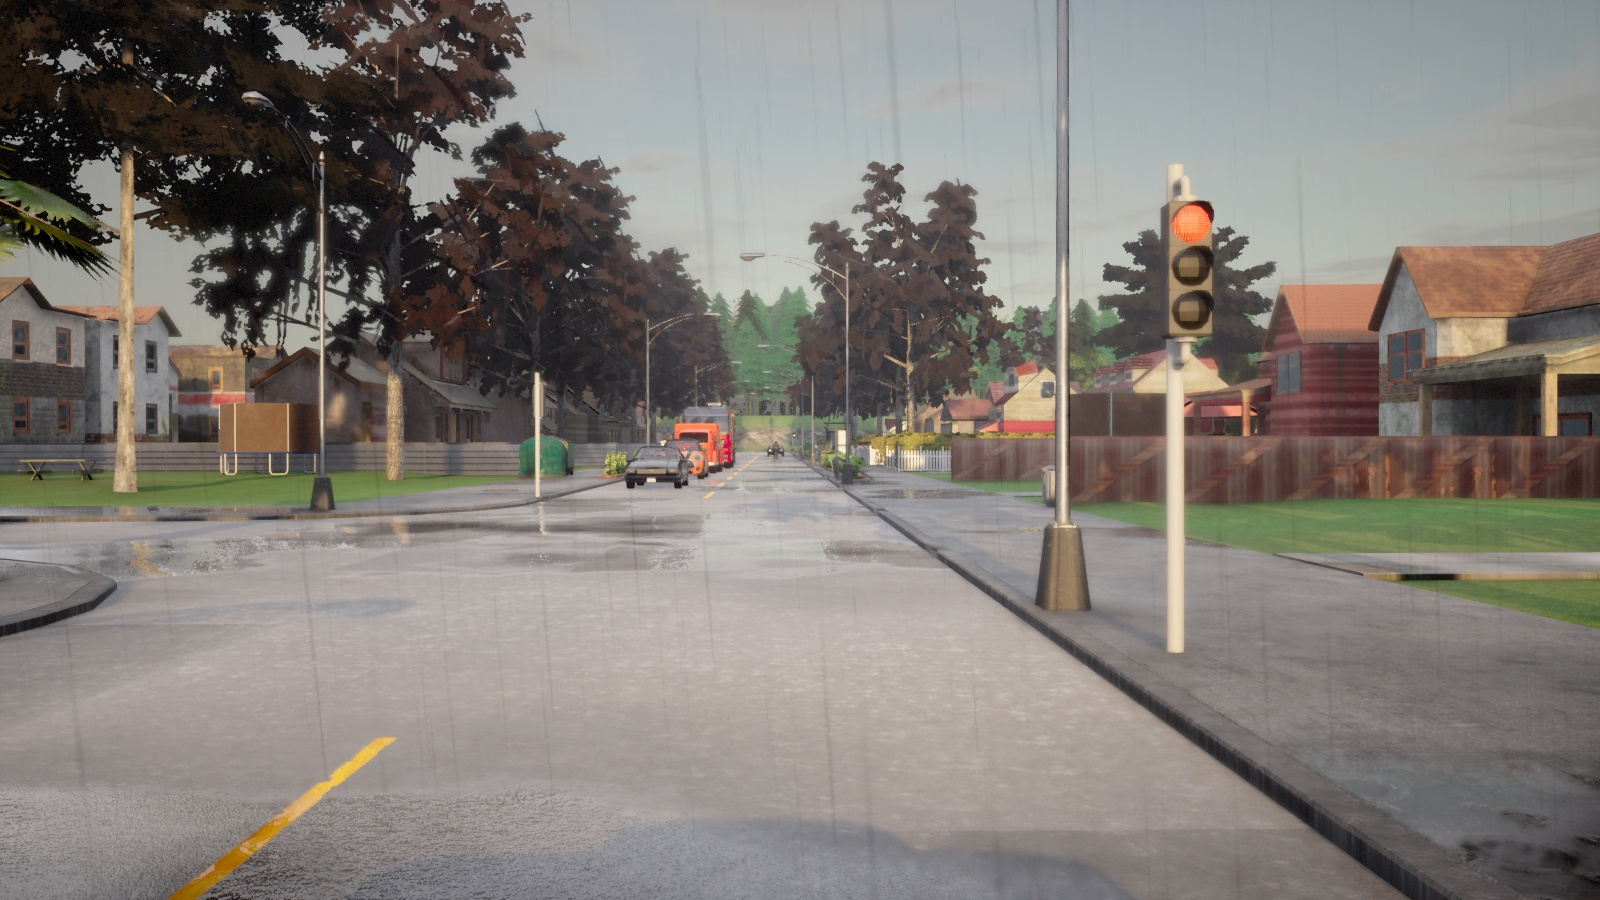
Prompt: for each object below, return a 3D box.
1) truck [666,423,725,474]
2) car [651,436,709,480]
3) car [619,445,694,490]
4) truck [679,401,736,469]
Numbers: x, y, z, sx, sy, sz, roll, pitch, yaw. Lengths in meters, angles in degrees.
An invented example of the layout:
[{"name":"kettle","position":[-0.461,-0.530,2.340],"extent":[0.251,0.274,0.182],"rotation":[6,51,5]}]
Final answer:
[{"name":"truck","position":[-5.189,-0.100,63.075],"extent":[2.627,2.467,5.204],"rotation":[0,0,-1]},{"name":"car","position":[-4.985,0.303,52.843],"extent":[2.097,1.767,4.553],"rotation":[0,0,-1]},{"name":"car","position":[-4.789,0.549,42.690],"extent":[2.033,1.411,5.357],"rotation":[0,0,-1]},{"name":"truck","position":[-5.423,-0.846,74.966],"extent":[2.891,3.827,8.468],"rotation":[0,0,-1]}]
